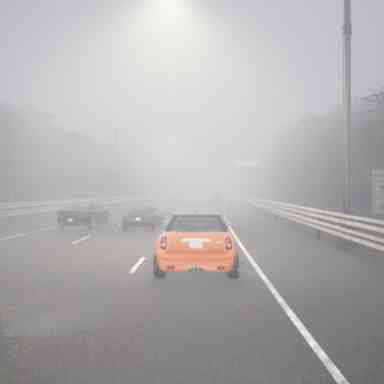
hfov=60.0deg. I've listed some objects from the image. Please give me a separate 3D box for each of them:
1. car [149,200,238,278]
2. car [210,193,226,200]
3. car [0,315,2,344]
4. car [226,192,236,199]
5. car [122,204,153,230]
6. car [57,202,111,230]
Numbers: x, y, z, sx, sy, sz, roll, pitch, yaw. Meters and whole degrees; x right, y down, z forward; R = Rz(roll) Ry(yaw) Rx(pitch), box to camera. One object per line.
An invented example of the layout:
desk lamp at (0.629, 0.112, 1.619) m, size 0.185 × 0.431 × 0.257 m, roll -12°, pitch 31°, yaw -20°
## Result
car at (0.154, 1.284, 10.096) m, size 2.097 × 1.767 × 4.553 m, roll 0°, pitch 0°, yaw 2°
car at (4.391, 0.963, 58.535) m, size 2.097 × 1.767 × 4.553 m, roll 0°, pitch 0°, yaw 9°
car at (-3.364, 1.482, 2.317) m, size 1.837 × 1.490 × 4.892 m, roll 0°, pitch 0°, yaw 0°
car at (9.370, 1.000, 85.609) m, size 1.895 × 1.301 × 4.718 m, roll 0°, pitch 0°, yaw 13°
car at (-2.843, 1.425, 20.069) m, size 1.994 × 1.385 × 4.181 m, roll 0°, pitch 0°, yaw 3°
car at (-6.348, 1.331, 20.101) m, size 1.882 × 1.535 × 5.008 m, roll 0°, pitch 0°, yaw 3°
